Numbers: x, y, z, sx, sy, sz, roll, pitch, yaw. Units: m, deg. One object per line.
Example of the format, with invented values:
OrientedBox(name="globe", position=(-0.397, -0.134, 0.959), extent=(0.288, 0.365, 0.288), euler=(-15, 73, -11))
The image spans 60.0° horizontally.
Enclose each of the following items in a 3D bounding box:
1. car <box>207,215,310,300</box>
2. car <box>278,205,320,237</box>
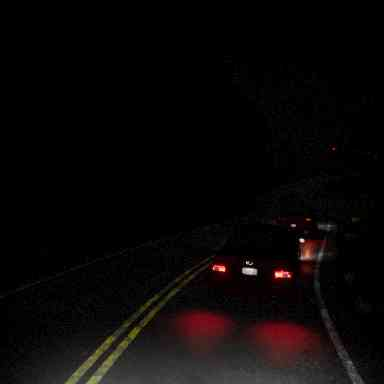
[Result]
OrientedBox(name="car", position=(1.868, 1.549, 8.661), extent=(2.033, 1.411, 5.357), euler=(2, 0, 18))
OrientedBox(name="car", position=(5.948, 1.486, 18.510), extent=(1.882, 1.535, 5.008), euler=(2, 1, 23))
